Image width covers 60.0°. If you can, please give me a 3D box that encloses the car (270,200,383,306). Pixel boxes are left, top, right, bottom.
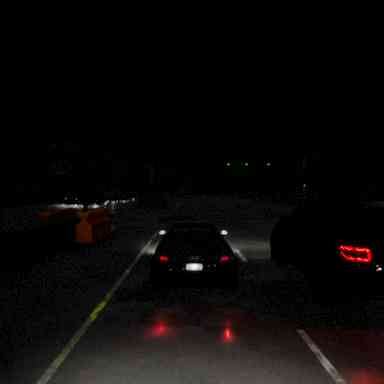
[{"bbox_3d":[3.532,1.187,8.078,2.150,2.045,5.566,0,0,0],"label":"car"}]

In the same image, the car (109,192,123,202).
[{"bbox_3d":[-14.470,1.058,60.459,1.812,1.442,4.674,0,0,0],"label":"car"}]

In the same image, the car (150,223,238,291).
[{"bbox_3d":[0.037,1.525,8.943,1.994,1.385,4.181,0,0,0],"label":"car"}]

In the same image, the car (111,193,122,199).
[{"bbox_3d":[-18.161,0.958,80.036,1.895,1.301,4.718,0,0,-3],"label":"car"}]

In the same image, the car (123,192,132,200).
[{"bbox_3d":[-14.502,0.810,69.414,2.097,1.767,4.553,0,0,0],"label":"car"}]

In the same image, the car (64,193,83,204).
[{"bbox_3d":[-17.948,0.965,51.150,2.097,1.767,4.553,0,0,0],"label":"car"}]

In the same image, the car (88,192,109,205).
[{"bbox_3d":[-14.440,1.126,50.197,1.837,1.490,4.892,0,0,0],"label":"car"}]

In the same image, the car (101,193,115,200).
[{"bbox_3d":[-18.016,0.964,71.170,1.812,1.442,4.674,0,0,0],"label":"car"}]

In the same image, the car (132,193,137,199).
[{"bbox_3d":[-14.900,0.878,82.885,2.033,1.411,5.357,0,0,-3],"label":"car"}]

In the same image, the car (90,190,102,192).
[{"bbox_3d":[-17.962,0.743,61.646,2.150,2.045,5.566,0,0,0],"label":"car"}]
